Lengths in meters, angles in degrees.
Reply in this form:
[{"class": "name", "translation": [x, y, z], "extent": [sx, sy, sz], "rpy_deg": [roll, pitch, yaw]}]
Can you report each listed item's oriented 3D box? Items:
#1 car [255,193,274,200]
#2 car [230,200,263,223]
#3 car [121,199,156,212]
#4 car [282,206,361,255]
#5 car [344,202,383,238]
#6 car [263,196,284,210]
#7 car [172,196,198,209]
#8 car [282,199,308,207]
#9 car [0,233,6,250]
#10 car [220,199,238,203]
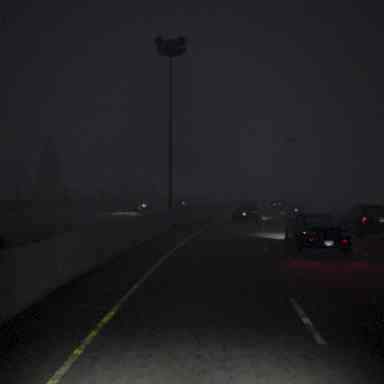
[{"class": "car", "translation": [15.987, 1.333, 72.670], "extent": [2.150, 2.045, 5.566], "rpy_deg": [0, -1, 44]}, {"class": "car", "translation": [4.367, 1.574, 25.954], "extent": [1.994, 1.385, 4.181], "rpy_deg": [0, 0, 17]}, {"class": "car", "translation": [-6.088, 1.582, 38.925], "extent": [2.033, 1.411, 5.357], "rpy_deg": [0, 0, 22]}, {"class": "car", "translation": [4.918, 1.527, 13.344], "extent": [1.812, 1.442, 4.674], "rpy_deg": [0, 0, 9]}, {"class": "car", "translation": [9.337, 1.359, 17.588], "extent": [2.097, 1.767, 4.553], "rpy_deg": [0, 0, 12]}, {"class": "car", "translation": [10.978, 1.554, 41.839], "extent": [2.163, 1.488, 4.792], "rpy_deg": [0, 0, 28]}, {"class": "car", "translation": [-0.933, 1.398, 41.809], "extent": [2.097, 1.767, 4.553], "rpy_deg": [0, 0, 25]}, {"class": "car", "translation": [9.981, 1.586, 31.397], "extent": [1.994, 1.385, 4.181], "rpy_deg": [0, 0, 21]}, {"class": "car", "translation": [-6.550, 1.484, 7.809], "extent": [1.837, 1.490, 4.892], "rpy_deg": [0, 0, 6]}, {"class": "car", "translation": [5.648, 1.670, 47.172], "extent": [1.895, 1.301, 4.718], "rpy_deg": [0, 0, 30]}]
